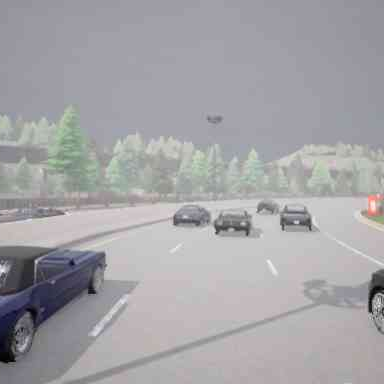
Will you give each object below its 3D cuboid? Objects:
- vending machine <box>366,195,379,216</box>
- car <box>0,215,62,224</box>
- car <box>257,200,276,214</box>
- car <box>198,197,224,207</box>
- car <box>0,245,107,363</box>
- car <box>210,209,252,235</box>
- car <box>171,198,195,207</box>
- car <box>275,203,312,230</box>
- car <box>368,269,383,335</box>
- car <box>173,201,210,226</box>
[{"bbox_3d":[18.630,1.343,34.332,1.100,2.100,0.880,0,0,26],"label":"vending machine"},{"bbox_3d":[-8.716,1.488,17.726,2.128,1.511,4.902,0,0,11],"label":"car"},{"bbox_3d":[8.548,1.614,37.161,1.837,1.490,4.892,0,0,24],"label":"car"},{"bbox_3d":[3.346,1.673,57.093,2.033,1.411,5.357,0,0,33],"label":"car"},{"bbox_3d":[-3.062,1.599,5.852,1.895,1.301,4.718,0,0,4],"label":"car"},{"bbox_3d":[2.484,1.649,19.204,1.895,1.301,4.718,0,0,12],"label":"car"},{"bbox_3d":[-1.501,1.665,55.846,1.994,1.385,4.181,0,0,31],"label":"car"},{"bbox_3d":[6.693,1.563,21.663,2.128,1.511,4.902,0,0,15],"label":"car"},{"bbox_3d":[3.830,1.516,3.754,2.128,1.511,4.902,0,0,3],"label":"car"},{"bbox_3d":[0.077,1.611,23.908,1.994,1.385,4.181,0,0,15],"label":"car"}]
